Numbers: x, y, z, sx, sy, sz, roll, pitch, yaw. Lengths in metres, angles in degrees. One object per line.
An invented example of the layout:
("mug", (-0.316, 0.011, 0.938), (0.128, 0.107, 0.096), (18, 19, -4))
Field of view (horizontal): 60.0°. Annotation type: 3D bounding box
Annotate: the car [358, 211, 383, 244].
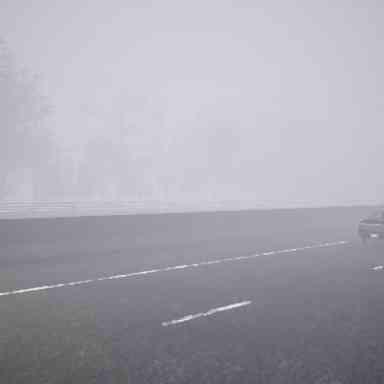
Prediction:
("car", (9.339, 1.556, 14.832), (4.902, 1.511, 2.128), (0, 0, -35))
